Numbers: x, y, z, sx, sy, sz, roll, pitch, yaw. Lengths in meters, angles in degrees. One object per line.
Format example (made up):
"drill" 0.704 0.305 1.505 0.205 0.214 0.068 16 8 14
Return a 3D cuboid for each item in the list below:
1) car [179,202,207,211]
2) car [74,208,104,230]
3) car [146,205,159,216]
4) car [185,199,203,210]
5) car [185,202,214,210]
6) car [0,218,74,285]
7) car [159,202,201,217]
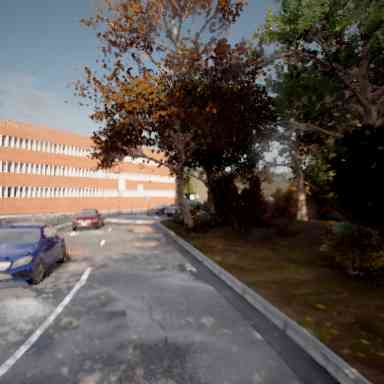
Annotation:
"car" 0.183 2.601 60.230 4.674 1.452 2.002 -1 -1 27
"car" -7.683 1.977 24.947 1.812 1.442 4.674 0 -1 -9
"car" -4.006 2.311 42.405 1.812 1.442 4.674 -1 -1 27
"car" -1.131 2.272 57.734 5.566 2.045 2.435 -1 -1 27
"car" 1.473 2.599 62.747 5.008 1.535 2.097 -1 -1 27
"car" -5.060 1.690 10.001 1.812 1.442 4.674 0 -1 -8
"car" -1.367 2.301 40.686 2.033 1.411 5.357 -1 -1 30
